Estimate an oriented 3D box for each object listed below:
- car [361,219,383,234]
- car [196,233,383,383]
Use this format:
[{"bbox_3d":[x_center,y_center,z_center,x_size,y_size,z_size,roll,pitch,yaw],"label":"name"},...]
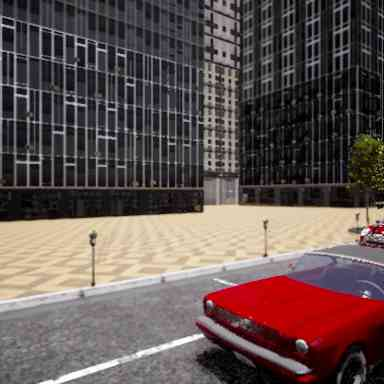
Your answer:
[{"bbox_3d":[7.932,1.411,12.211,4.097,1.590,1.967,0,0,-35],"label":"car"},{"bbox_3d":[2.394,1.590,5.074,4.718,1.301,1.895,0,0,-35],"label":"car"}]
